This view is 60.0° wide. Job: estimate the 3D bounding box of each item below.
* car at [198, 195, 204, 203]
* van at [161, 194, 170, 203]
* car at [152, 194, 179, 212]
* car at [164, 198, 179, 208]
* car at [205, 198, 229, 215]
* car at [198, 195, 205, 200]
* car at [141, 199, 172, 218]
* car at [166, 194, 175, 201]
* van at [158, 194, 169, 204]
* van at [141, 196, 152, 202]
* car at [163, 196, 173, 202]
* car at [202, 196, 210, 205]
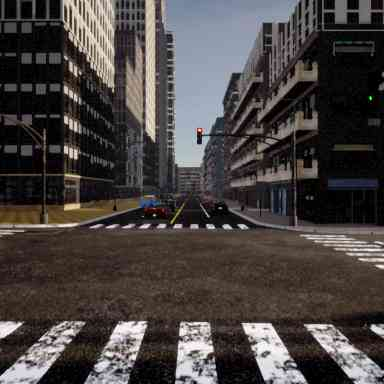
[{"bbox_3d":[2.707,1.560,60.712,2.008,1.369,4.403,0,0,0],"label":"car"},{"bbox_3d":[-5.671,1.355,72.022,1.690,1.788,3.998,0,0,0],"label":"van"},{"bbox_3d":[-3.092,1.225,39.919,2.150,2.045,5.566,0,0,0],"label":"car"},{"bbox_3d":[-3.068,1.570,50.382,1.994,1.385,4.181,0,0,0],"label":"car"},{"bbox_3d":[2.699,1.568,33.782,1.947,1.339,4.313,0,0,0],"label":"car"},{"bbox_3d":[2.717,1.590,94.637,1.947,1.339,4.313,0,0,0],"label":"car"},{"bbox_3d":[-3.093,1.603,29.586,1.895,1.301,4.718,0,0,0],"label":"car"},{"bbox_3d":[-5.665,1.336,88.986,2.192,1.841,5.009,0,0,0],"label":"car"},{"bbox_3d":[-5.673,1.353,66.367,1.690,1.788,3.998,0,0,0],"label":"van"},{"bbox_3d":[-5.680,1.346,43.751,1.690,1.788,3.998,0,0,0],"label":"van"},{"bbox_3d":[-5.668,1.567,77.676,2.008,1.369,4.403,0,0,0],"label":"car"},{"bbox_3d":[2.701,1.549,43.749,1.887,1.381,4.507,0,0,0],"label":"car"}]
